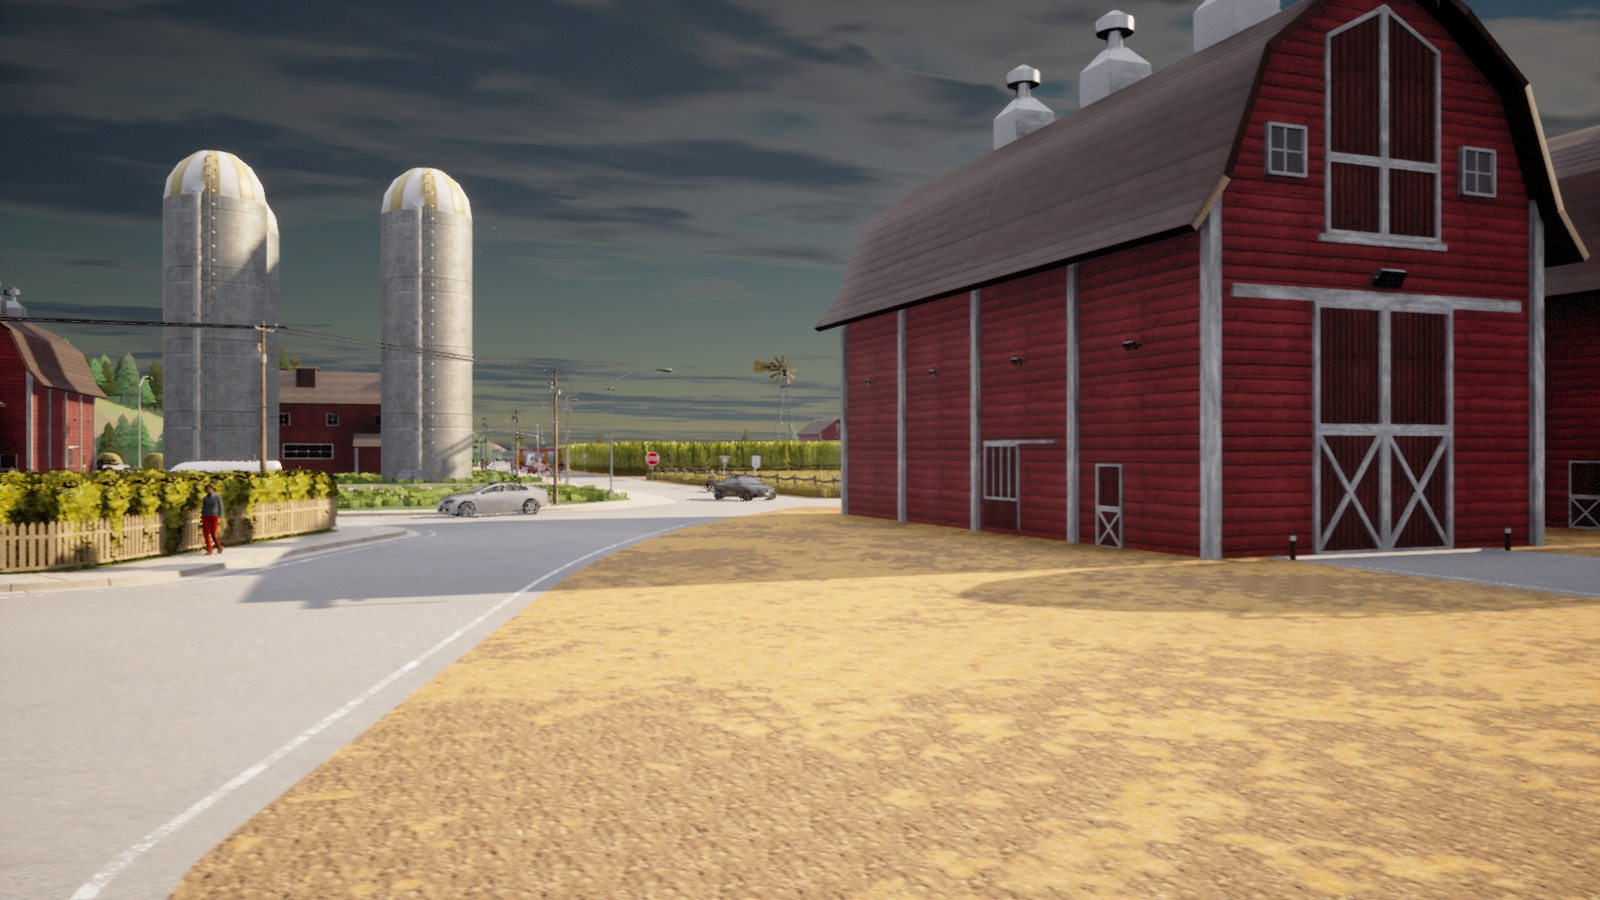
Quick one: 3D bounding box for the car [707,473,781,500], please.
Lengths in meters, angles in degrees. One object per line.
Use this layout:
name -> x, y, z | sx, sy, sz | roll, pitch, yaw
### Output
car -> -3.338, 2.123, 67.357 | 2.002, 1.442, 4.674 | 0, 0, -39

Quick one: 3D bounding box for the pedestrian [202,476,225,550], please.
pedestrian -> -14.890, 1.587, 28.997 | 0.375, 1.860, 0.375 | 0, 0, 3

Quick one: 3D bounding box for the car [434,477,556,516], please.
car -> -13.668, 2.057, 51.273 | 4.902, 1.511, 2.128 | -1, 0, -29
